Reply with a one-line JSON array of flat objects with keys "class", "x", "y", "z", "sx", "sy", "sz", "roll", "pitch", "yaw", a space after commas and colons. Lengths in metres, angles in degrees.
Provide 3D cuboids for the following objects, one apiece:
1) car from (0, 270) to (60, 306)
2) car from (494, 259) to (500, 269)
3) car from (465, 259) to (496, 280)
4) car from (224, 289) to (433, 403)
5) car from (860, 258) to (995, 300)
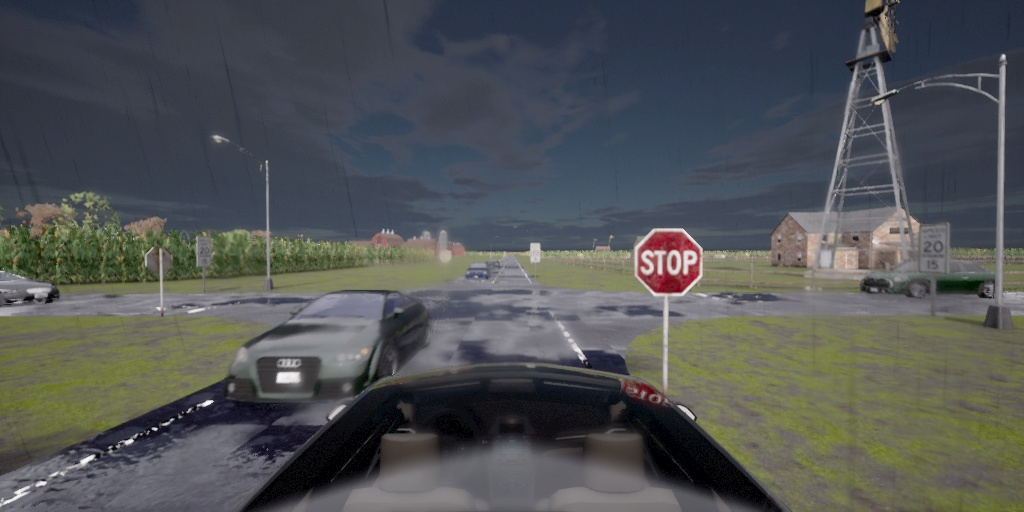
[{"class": "car", "x": -20.896, "y": 1.300, "z": 14.053, "sx": 4.902, "sy": 1.511, "sz": 2.128, "roll": 0, "pitch": 1, "yaw": 0}, {"class": "car", "x": -2.744, "y": 1.153, "z": 52.572, "sx": 1.994, "sy": 1.385, "sz": 4.181, "roll": 0, "pitch": 0, "yaw": 0}, {"class": "car", "x": -2.747, "y": 1.222, "z": 30.326, "sx": 2.033, "sy": 1.411, "sz": 5.357, "roll": 0, "pitch": 0, "yaw": 0}, {"class": "car", "x": -2.750, "y": 1.305, "z": 6.404, "sx": 1.994, "sy": 1.385, "sz": 4.181, "roll": 0, "pitch": 0, "yaw": 0}, {"class": "car", "x": 18.833, "y": 0.977, "z": 16.316, "sx": 4.553, "sy": 1.767, "sz": 2.097, "roll": 0, "pitch": 1, "yaw": 2}]
